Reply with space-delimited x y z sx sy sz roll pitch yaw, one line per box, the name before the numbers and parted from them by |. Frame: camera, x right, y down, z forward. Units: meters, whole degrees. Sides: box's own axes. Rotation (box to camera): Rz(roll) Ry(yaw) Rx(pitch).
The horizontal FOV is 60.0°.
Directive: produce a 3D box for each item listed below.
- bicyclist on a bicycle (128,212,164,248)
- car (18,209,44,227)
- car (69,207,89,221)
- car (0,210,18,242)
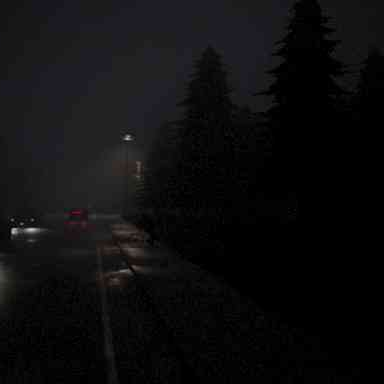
bicyclist on a bicycle | -2.085 1.760 15.316 1.656 1.620 0.582 2 -2 -17
car | -13.632 2.091 27.766 2.033 1.411 5.357 2 -2 -16
car | -12.433 2.351 36.593 2.128 1.511 4.902 2 -2 -17
car | -9.963 1.602 15.543 2.097 1.767 4.553 2 -2 -17
